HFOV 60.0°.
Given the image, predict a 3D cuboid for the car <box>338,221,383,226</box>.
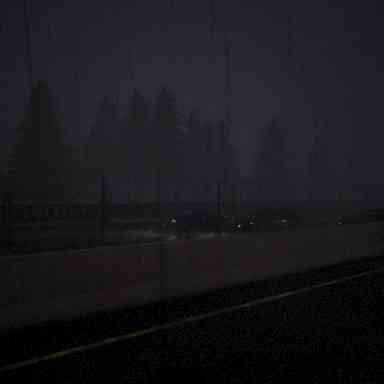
[{"bbox_3d":[11.177,1.768,20.547,5.357,1.411,2.033,1,-1,-35],"label":"car"}]
